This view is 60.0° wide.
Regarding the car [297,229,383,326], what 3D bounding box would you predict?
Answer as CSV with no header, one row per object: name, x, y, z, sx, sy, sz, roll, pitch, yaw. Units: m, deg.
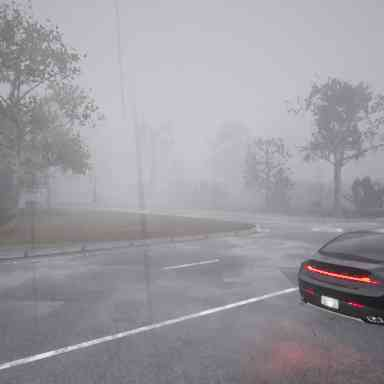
car,4.172,1.505,6.694,4.892,1.490,1.837,0,0,-35
